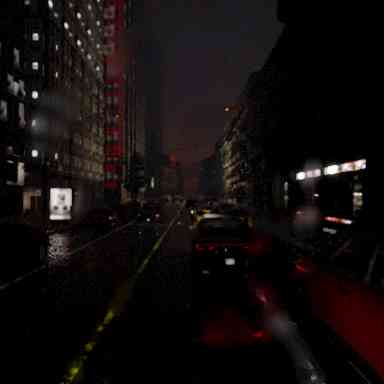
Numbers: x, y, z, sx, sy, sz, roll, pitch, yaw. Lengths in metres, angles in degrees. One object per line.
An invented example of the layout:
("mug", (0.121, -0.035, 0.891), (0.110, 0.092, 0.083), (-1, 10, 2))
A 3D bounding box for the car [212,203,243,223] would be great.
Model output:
("car", (2.705, 1.602, 26.391), (1.947, 1.339, 4.313), (1, 0, 0))

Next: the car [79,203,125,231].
("car", (-5.677, 1.612, 20.769), (1.802, 1.307, 4.206), (1, 0, 0))

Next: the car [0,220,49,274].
("car", (-5.678, 1.560, 9.456), (1.887, 1.381, 4.507), (1, 0, 0))

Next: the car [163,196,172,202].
("car", (-5.665, 1.650, 77.337), (1.802, 1.307, 4.206), (1, 0, 0))

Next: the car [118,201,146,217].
("car", (-5.674, 1.607, 32.083), (1.947, 1.339, 4.313), (1, 0, 0))

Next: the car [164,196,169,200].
("car", (-5.668, 1.643, 60.368), (1.802, 1.307, 4.206), (1, 0, 0))

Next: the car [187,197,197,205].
("car", (0.012, 1.663, 61.957), (1.895, 1.301, 4.718), (0, 0, 0))

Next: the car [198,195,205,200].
("car", (2.720, 1.621, 94.271), (2.008, 1.369, 4.403), (1, 0, 0))

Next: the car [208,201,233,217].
("car", (2.707, 1.592, 32.048), (2.008, 1.369, 4.403), (1, 0, 0))

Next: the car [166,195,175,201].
("car", (-5.660, 1.509, 88.652), (1.967, 1.590, 4.097), (1, 0, 0))

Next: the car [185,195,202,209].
("car", (0.010, 1.530, 47.060), (1.882, 1.535, 5.008), (0, 0, 0))

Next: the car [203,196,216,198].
("car", (2.709, 1.616, 43.361), (1.947, 1.339, 4.313), (1, 0, 0))

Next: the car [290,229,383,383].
("car", (2.704, 1.322, 3.765), (2.192, 1.841, 5.009), (1, 0, 0))

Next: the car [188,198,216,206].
("car", (0.822, 1.492, 26.520), (1.801, 1.575, 5.366), (0, 0, 0))

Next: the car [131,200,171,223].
("car", (-3.096, 1.583, 26.180), (2.033, 1.411, 5.357), (0, 0, 0))

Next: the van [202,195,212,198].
("van", (2.713, 1.396, 49.018), (1.690, 1.788, 3.998), (1, 0, 0))

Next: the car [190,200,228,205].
("car", (0.904, 1.485, 20.522), (1.801, 1.575, 5.366), (0, 0, 0))

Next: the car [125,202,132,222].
("car", (-5.675, 1.581, 26.426), (1.887, 1.381, 4.507), (1, 0, 0))

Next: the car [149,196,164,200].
("car", (-5.669, 1.494, 49.056), (1.967, 1.590, 4.097), (1, 0, 0))

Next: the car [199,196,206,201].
("car", (2.718, 1.652, 88.615), (1.802, 1.307, 4.206), (1, 0, 0))

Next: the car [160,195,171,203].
("car", (-5.664, 1.506, 71.681), (1.967, 1.590, 4.097), (1, 0, 0))

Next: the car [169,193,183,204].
("car", (-2.989, 1.287, 67.846), (2.150, 2.045, 5.566), (0, 0, 0))

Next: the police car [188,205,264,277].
("police car", (0.902, 1.442, 10.441), (1.930, 1.638, 5.238), (0, 0, 0))
